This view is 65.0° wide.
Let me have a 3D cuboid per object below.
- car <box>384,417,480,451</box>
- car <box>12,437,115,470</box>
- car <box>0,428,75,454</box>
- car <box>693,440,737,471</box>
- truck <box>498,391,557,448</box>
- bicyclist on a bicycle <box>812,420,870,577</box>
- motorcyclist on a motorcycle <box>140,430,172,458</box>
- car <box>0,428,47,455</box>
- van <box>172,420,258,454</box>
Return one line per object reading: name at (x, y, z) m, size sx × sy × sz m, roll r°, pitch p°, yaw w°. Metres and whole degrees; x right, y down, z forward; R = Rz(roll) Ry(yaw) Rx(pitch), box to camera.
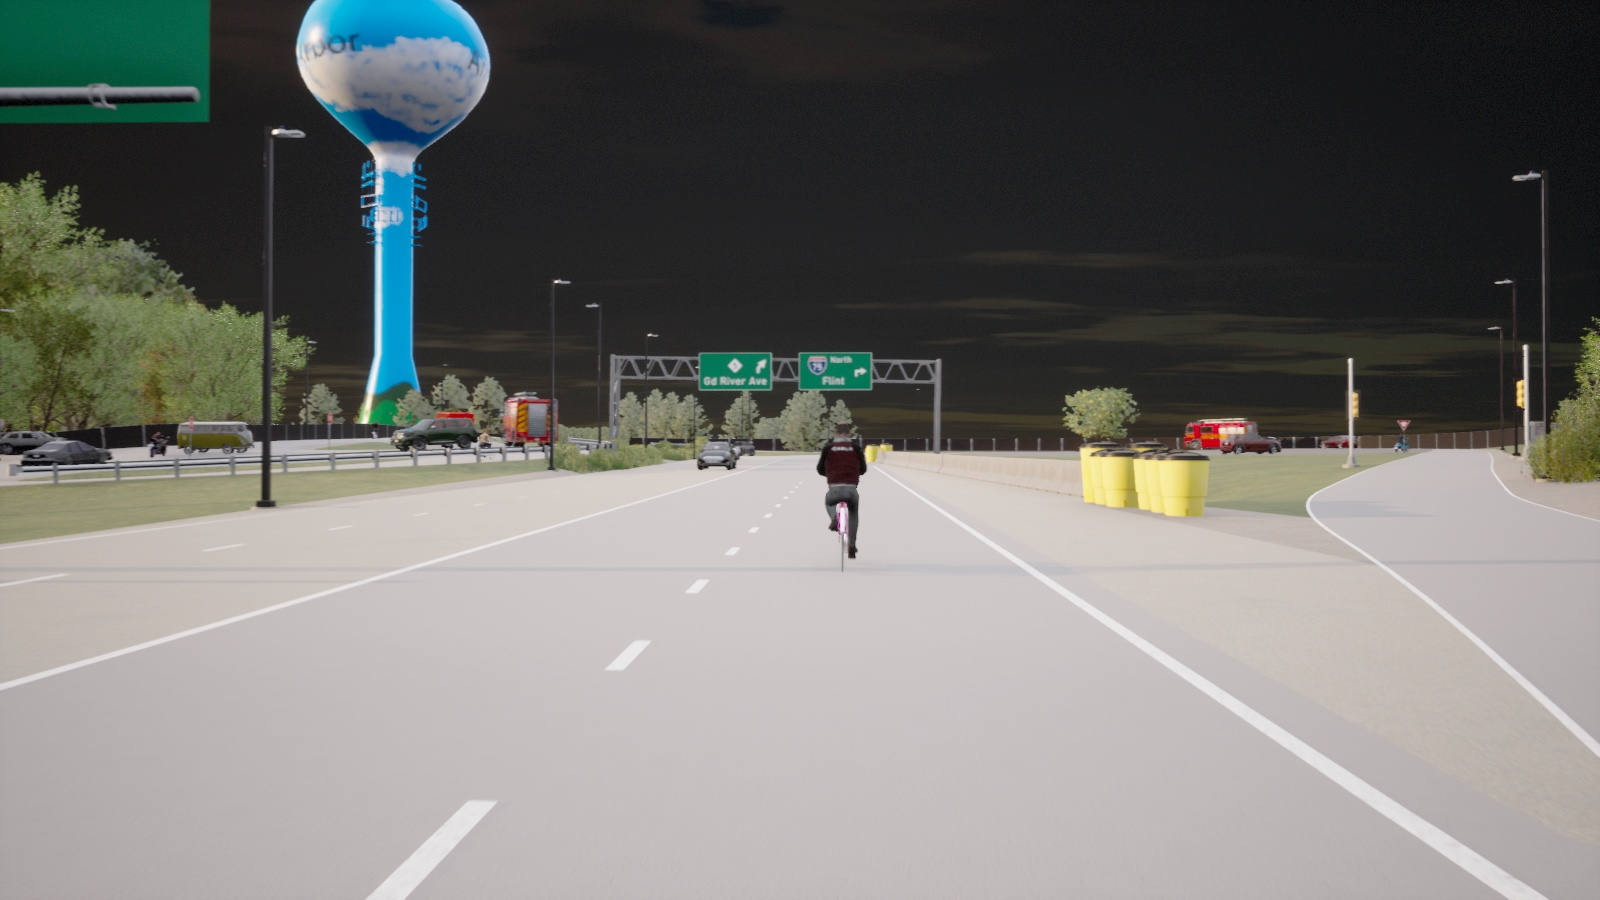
car at (-23.556, -1.059, 80.527) m, size 2.150 × 2.045 × 5.566 m, roll 2°, pitch 3°, yaw 42°
car at (-38.181, 0.159, 65.292) m, size 2.033 × 1.411 × 5.357 m, roll 0°, pitch 3°, yaw 3°
car at (-47.710, -0.560, 78.321) m, size 3.806 × 1.475 × 1.970 m, roll -2°, pitch 2°, yaw -11°
car at (-4.780, 0.290, 71.087) m, size 2.033 × 1.649 × 4.856 m, roll 0°, pitch 0°, yaw 2°
truck at (-19.395, -2.153, 89.036) m, size 2.891 × 3.827 × 8.468 m, roll 1°, pitch 1°, yaw -20°
bicyclist on a bicycle at (0.495, 0.539, 15.151) m, size 0.659 × 1.776 × 1.843 m, roll 0°, pitch 0°, yaw 2°
motorcyclist on a motorcycle at (-38.037, -0.364, 74.210) m, size 0.866 × 1.530 × 2.191 m, roll -1°, pitch 3°, yaw -6°
car at (-51.229, -0.511, 81.109) m, size 3.988 × 1.617 × 1.851 m, roll -3°, pitch 0°, yaw -7°
van at (-35.867, -0.803, 77.026) m, size 4.442 × 1.987 × 1.775 m, roll 0°, pitch 3°, yaw 7°
